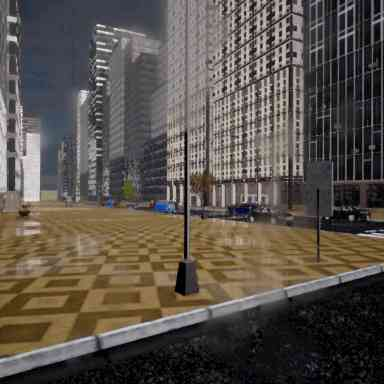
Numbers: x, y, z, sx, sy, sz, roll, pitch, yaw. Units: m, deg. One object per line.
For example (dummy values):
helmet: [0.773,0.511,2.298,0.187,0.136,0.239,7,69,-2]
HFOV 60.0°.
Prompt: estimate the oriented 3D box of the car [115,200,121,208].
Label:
car: [-13.428,2.602,66.291,1.752,1.417,4.829,-1,-1,-26]

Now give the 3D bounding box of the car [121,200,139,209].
car: [-11.052,2.525,61.380,2.008,1.369,4.403,-1,-1,-26]

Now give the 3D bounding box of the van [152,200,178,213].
van: [-3.709,2.005,46.194,1.690,1.788,3.998,-1,-1,-26]

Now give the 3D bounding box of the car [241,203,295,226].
car: [6.091,1.813,25.938,2.008,1.369,4.403,-1,-1,-26]

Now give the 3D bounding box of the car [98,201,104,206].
car: [-23.297,3.053,86.695,1.887,1.381,4.507,-1,-1,-26]

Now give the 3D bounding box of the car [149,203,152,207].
car: [-8.406,2.808,75.155,1.802,1.307,4.206,-1,-1,-26]

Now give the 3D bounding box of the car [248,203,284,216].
car: [8.737,2.068,39.714,1.947,1.339,4.313,-1,-1,-26]

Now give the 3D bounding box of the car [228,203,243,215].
car: [6.519,2.011,38.380,1.812,1.442,4.674,0,-1,-26]

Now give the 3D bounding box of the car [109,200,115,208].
car: [-15.950,2.731,71.507,1.887,1.381,4.507,-1,-1,-26]

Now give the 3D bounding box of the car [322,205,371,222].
car: [13.635,1.853,29.587,2.008,1.369,4.403,-1,-1,-26]

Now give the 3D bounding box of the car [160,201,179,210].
car: [-4.156,2.437,60.408,1.837,1.490,4.892,0,-1,-26]

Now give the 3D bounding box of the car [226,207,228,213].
car: [6.288,2.168,44.777,1.947,1.339,4.313,-1,-1,-26]

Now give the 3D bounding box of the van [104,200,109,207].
van: [-18.403,2.634,76.571,1.690,1.788,3.998,-1,-1,-26]
